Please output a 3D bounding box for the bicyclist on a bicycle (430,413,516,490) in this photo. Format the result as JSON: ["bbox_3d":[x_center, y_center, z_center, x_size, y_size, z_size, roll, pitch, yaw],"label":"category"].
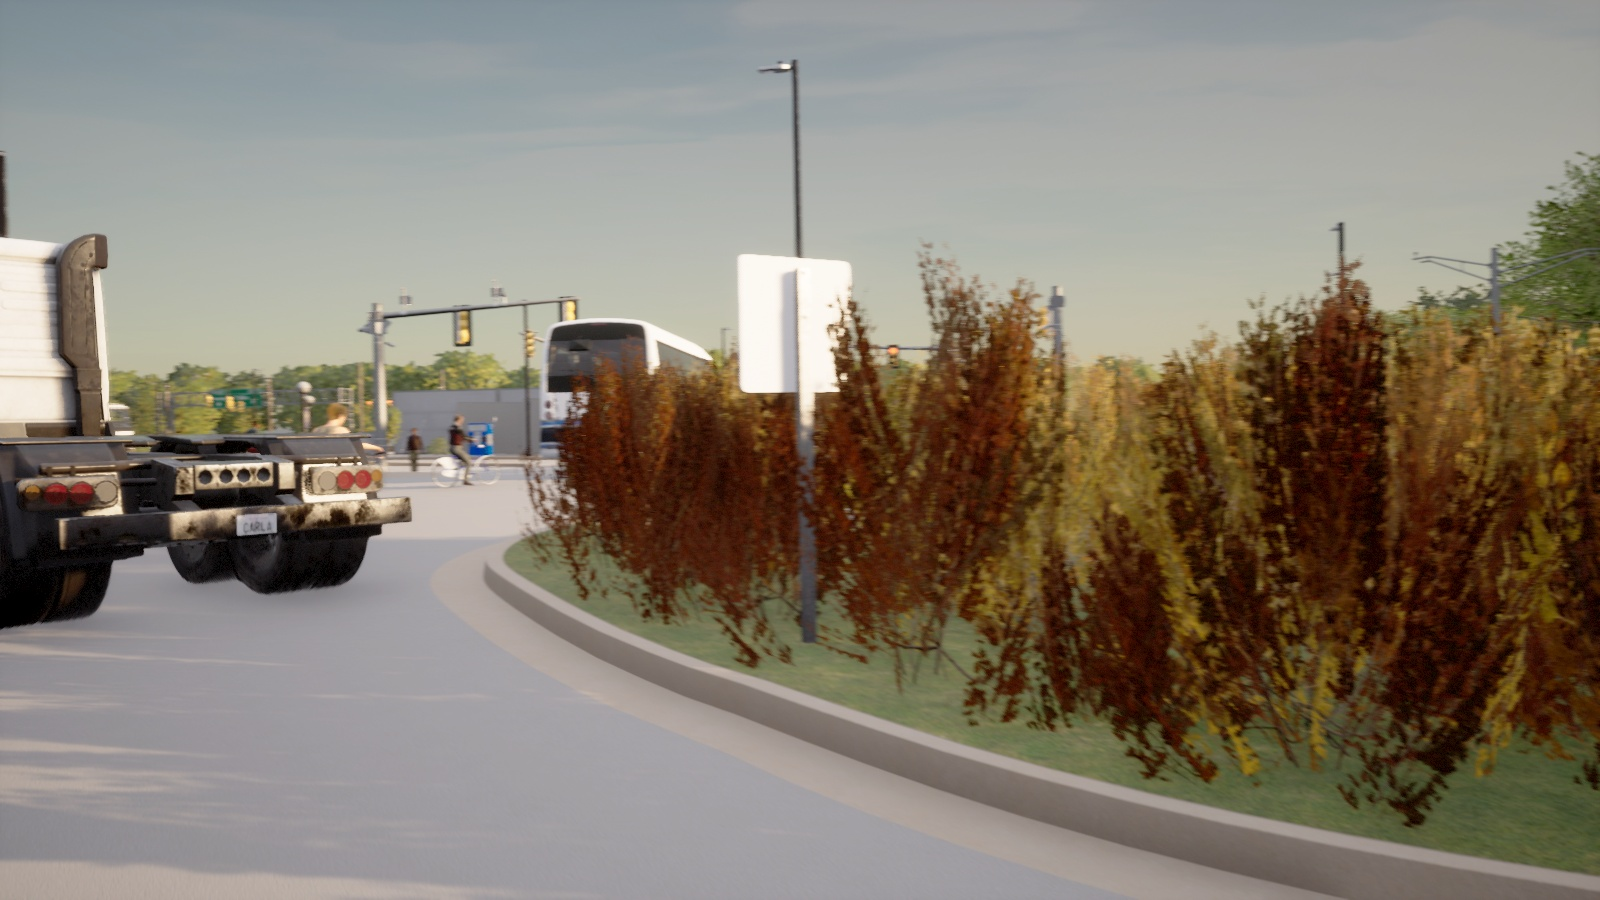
[{"bbox_3d":[-7.888,0.012,30.358,1.843,1.776,0.659,-3,2,-44],"label":"bicyclist on a bicycle"}]

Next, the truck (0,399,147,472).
[{"bbox_3d":[-36.976,-0.700,62.114,7.936,3.462,2.891,-1,1,6],"label":"truck"}]

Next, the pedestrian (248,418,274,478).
[{"bbox_3d":[-16.698,-0.078,38.919,0.353,1.847,0.614,-1,1,20],"label":"pedestrian"}]

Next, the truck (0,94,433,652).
[{"bbox_3d":[-6.961,-0.539,11.403,7.936,3.462,2.891,1,2,39],"label":"truck"}]

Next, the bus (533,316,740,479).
[{"bbox_3d":[-4.606,-1.370,38.477,3.944,4.253,10.273,-1,0,6],"label":"bus"}]

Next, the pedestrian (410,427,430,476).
[{"bbox_3d":[-14.433,0.038,47.694,0.431,1.840,0.703,-1,1,6],"label":"pedestrian"}]
